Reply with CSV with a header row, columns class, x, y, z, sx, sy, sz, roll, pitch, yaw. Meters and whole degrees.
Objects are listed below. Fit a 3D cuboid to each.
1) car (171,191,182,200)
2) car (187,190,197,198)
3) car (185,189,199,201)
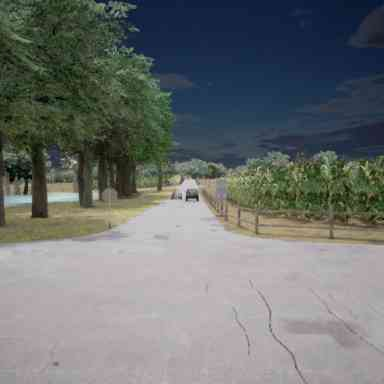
class,x,y,z,sx,sy,sz,roll,pitch,yaw
car,-2.720,0.607,59.642,1.812,1.442,4.674,0,2,0
car,0.033,0.366,65.466,1.882,1.535,5.008,0,2,0
car,0.027,0.435,55.074,2.150,2.045,5.566,0,2,0
